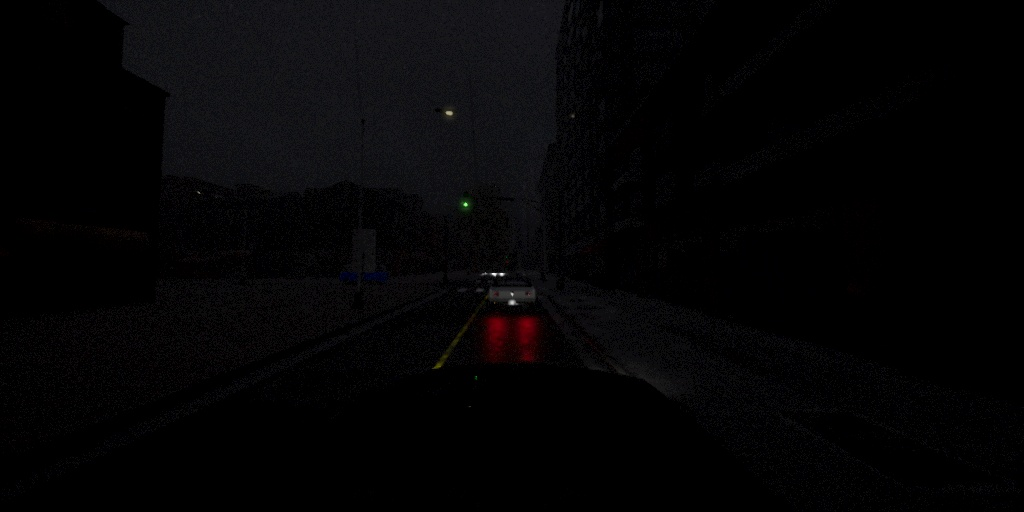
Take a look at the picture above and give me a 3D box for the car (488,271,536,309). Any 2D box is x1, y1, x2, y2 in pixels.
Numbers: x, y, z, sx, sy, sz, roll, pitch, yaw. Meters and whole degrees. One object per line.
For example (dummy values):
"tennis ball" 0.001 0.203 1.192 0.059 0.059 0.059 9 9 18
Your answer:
"car" 0.012 1.528 16.012 1.895 1.301 4.718 0 -1 0

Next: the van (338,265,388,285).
"van" -12.906 1.677 31.175 3.998 1.789 1.690 0 0 0
